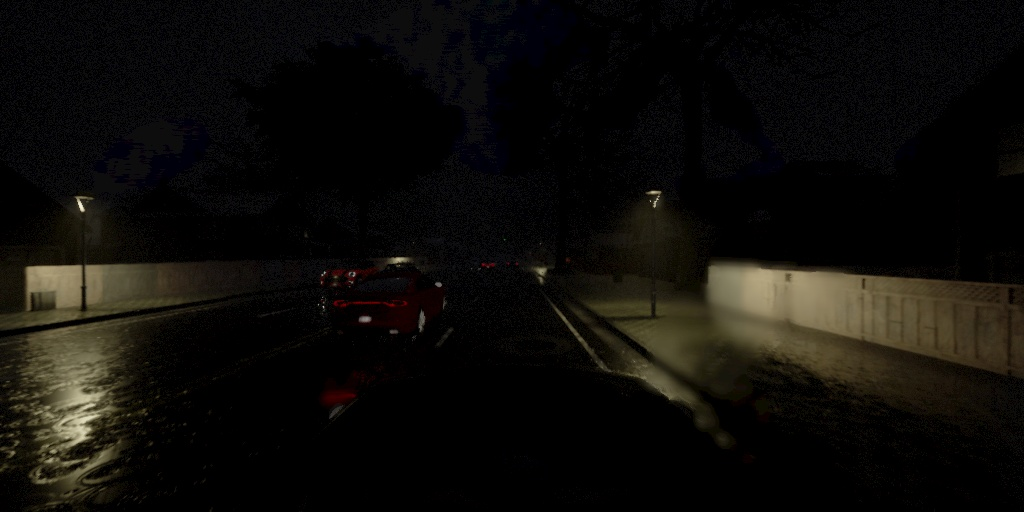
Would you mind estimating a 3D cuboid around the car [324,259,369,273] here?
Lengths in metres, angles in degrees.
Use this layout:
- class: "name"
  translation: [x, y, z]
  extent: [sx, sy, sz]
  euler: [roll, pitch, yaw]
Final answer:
- class: "car"
  translation: [-9.851, 1.026, 22.181]
  extent: [2.097, 1.767, 4.553]
  euler: [0, 0, 0]

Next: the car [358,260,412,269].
- class: "car"
  translation: [-6.602, 1.172, 20.593]
  extent: [2.128, 1.511, 4.902]
  euler: [0, 0, 0]

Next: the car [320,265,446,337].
- class: "car"
  translation: [-3.152, 1.195, 10.164]
  extent: [1.882, 1.535, 5.008]
  euler: [0, 0, 0]

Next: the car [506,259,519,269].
- class: "car"
  translation: [0.091, 1.125, 52.403]
  extent: [2.033, 1.411, 5.357]
  euler: [0, 0, 0]

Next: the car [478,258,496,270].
- class: "car"
  translation: [-3.160, 1.187, 49.647]
  extent: [1.895, 1.301, 4.718]
  euler: [0, 0, 0]
